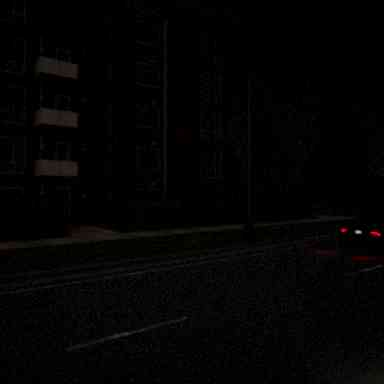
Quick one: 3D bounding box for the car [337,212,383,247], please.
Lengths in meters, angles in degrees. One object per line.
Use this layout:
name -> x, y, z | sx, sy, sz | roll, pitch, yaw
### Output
car -> 8.294, 1.555, 13.960 | 5.357, 1.411, 2.033 | 0, 0, -35
